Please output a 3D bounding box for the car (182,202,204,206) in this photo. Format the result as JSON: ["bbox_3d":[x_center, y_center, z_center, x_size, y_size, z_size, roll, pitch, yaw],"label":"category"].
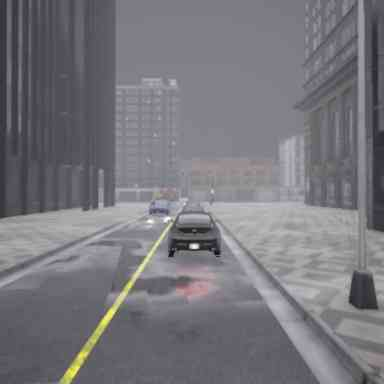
[{"bbox_3d":[0.092,1.562,28.615,1.994,1.385,4.181,0,0,0],"label":"car"}]

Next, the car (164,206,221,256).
[{"bbox_3d":[0.088,1.494,13.072,1.837,1.490,4.892,0,0,0],"label":"car"}]

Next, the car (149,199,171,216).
[{"bbox_3d":[-3.093,1.482,32.767,1.882,1.535,5.008,0,0,0],"label":"car"}]
